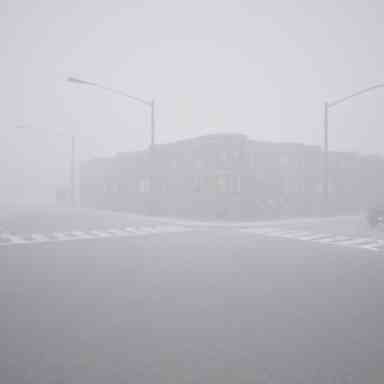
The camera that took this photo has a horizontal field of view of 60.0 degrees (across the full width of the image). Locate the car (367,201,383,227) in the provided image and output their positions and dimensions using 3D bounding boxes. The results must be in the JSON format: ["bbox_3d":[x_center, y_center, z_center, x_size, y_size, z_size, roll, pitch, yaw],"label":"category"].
[{"bbox_3d":[14.304,1.339,22.754,5.566,2.045,2.150,0,0,-34],"label":"car"}]
